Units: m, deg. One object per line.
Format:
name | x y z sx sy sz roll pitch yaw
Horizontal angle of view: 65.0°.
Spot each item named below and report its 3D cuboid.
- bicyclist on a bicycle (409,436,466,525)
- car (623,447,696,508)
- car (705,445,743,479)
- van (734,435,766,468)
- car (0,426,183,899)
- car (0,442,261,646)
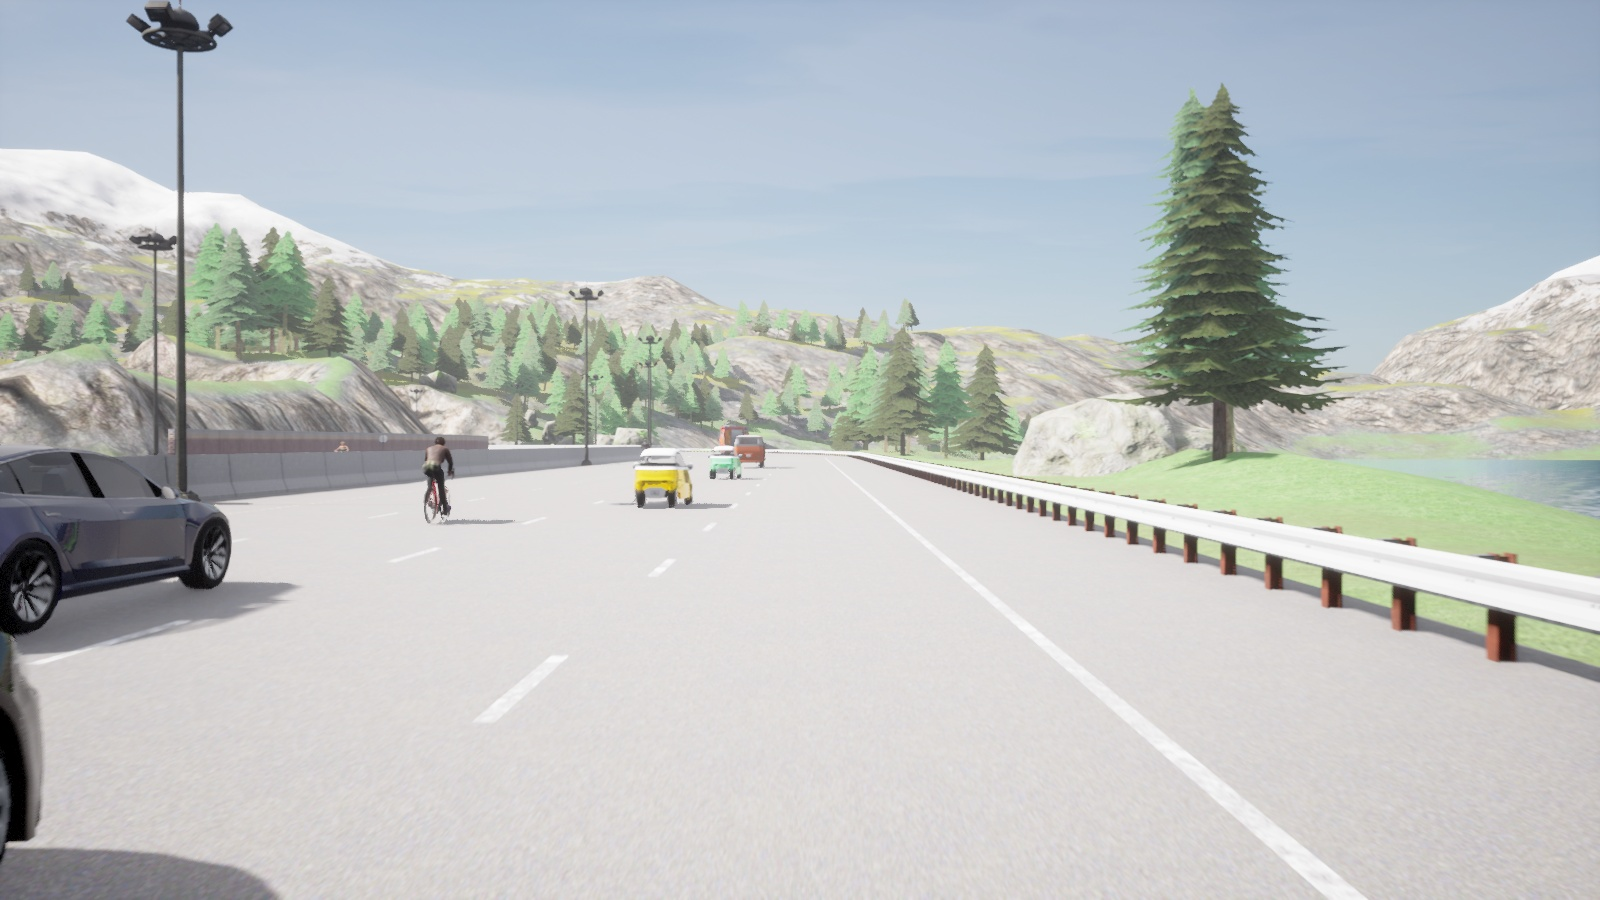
bicyclist on a bicycle | -6.848 0.560 23.775 0.582 1.620 1.656 0 0 0
car | -3.312 0.630 29.962 1.481 1.376 2.207 0 0 0
car | -3.180 0.500 52.934 1.481 1.376 2.207 0 1 0
van | -3.041 0.063 76.965 1.775 1.987 4.442 0 0 0
car | -3.355 0.687 2.324 2.128 1.511 4.902 0 0 -2
car | -6.921 0.677 11.189 2.163 1.488 4.792 0 0 0
